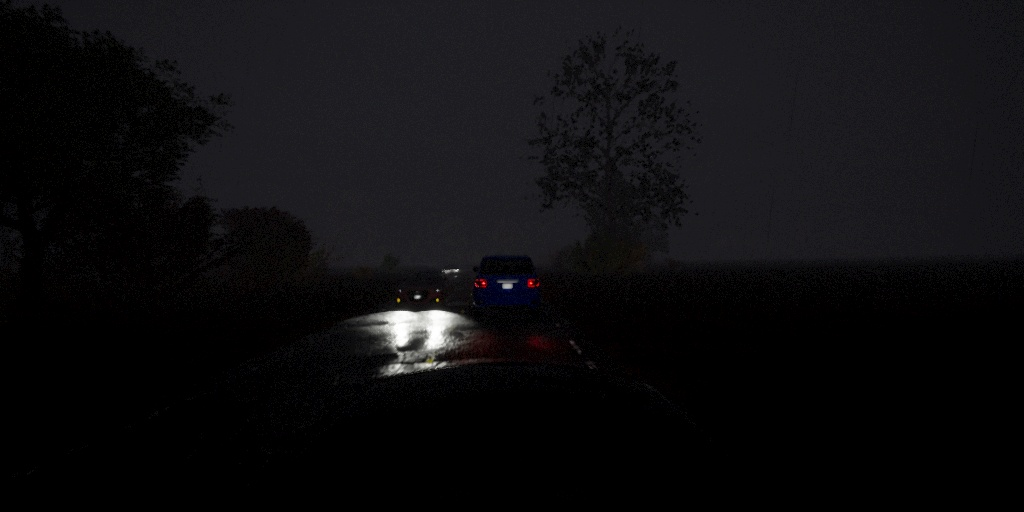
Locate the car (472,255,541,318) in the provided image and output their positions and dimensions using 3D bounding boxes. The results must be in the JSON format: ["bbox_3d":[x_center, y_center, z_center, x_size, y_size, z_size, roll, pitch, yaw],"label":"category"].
[{"bbox_3d":[-0.258,0.976,13.171,2.150,2.045,5.566,0,0,-3],"label":"car"}]

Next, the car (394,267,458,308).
[{"bbox_3d":[-3.595,1.325,15.236,1.994,1.385,4.181,0,0,-3],"label":"car"}]

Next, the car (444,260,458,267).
[{"bbox_3d":[-9.618,1.397,56.418,1.812,1.442,4.674,0,0,-13],"label":"car"}]
